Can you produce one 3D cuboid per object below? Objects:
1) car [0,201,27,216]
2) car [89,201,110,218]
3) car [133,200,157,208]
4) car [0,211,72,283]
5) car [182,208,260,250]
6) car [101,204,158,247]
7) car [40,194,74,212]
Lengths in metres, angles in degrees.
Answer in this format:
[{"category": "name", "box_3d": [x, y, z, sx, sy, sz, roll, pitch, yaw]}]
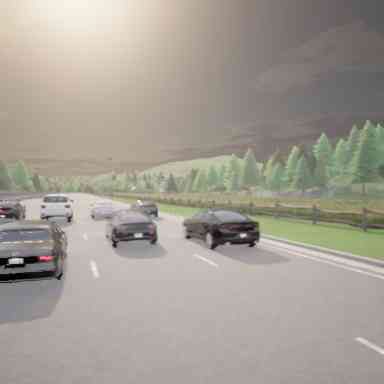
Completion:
[{"category": "car", "box_3d": [-14.269, 1.471, 26.063, 1.837, 1.490, 4.892, 0, 1, -19]}, {"category": "car", "box_3d": [-7.984, 1.480, 29.288, 1.812, 1.442, 4.674, 0, 0, -20]}, {"category": "car", "box_3d": [-4.367, 1.443, 29.556, 2.128, 1.511, 4.902, 0, 0, -19]}, {"category": "car", "box_3d": [-4.631, 1.534, 9.564, 2.033, 1.411, 5.357, 0, 0, -19]}, {"category": "car", "box_3d": [1.052, 1.451, 14.494, 1.882, 1.535, 5.008, 0, 0, -19]}, {"category": "car", "box_3d": [-2.842, 1.501, 15.009, 1.812, 1.442, 4.674, 0, 0, -19]}, {"category": "car", "box_3d": [-10.576, 1.185, 26.120, 2.150, 2.045, 5.566, 0, 0, -19]}]
